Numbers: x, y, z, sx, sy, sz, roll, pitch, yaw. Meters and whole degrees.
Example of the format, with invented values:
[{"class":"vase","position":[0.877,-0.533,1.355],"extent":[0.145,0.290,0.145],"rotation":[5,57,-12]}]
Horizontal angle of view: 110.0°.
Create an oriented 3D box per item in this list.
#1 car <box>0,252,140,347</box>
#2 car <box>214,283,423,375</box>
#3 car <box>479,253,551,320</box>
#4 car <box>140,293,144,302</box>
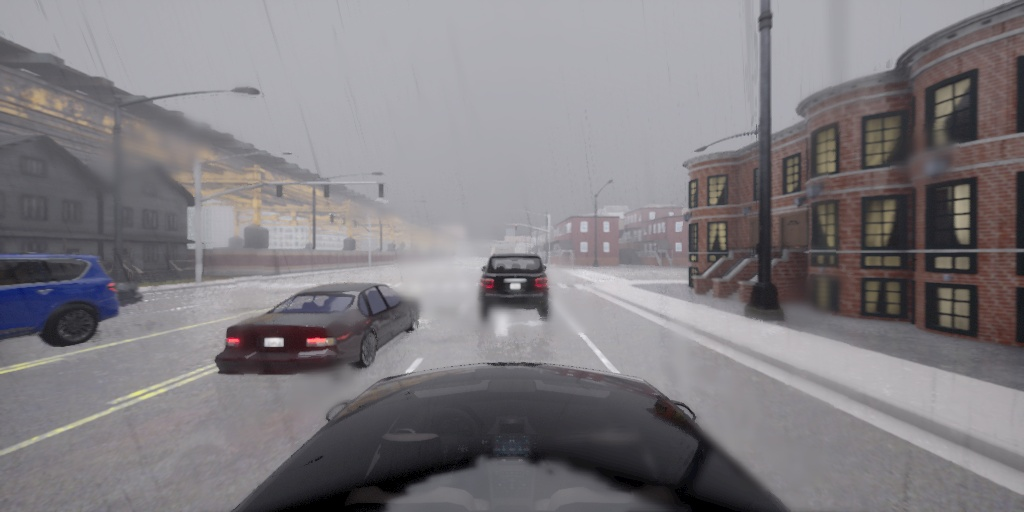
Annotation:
[{"class":"car","position":[-10.590,0.952,6.313],"extent":[2.150,2.045,5.566],"rotation":[0,0,0]},{"class":"car","position":[-3.401,1.274,7.634],"extent":[2.033,1.411,5.357],"rotation":[0,0,0]},{"class":"car","position":[0.099,0.928,12.607],"extent":[2.150,2.045,5.566],"rotation":[0,0,0]},{"class":"car","position":[-14.074,1.262,10.341],"extent":[2.033,1.411,5.357],"rotation":[0,0,0]}]
